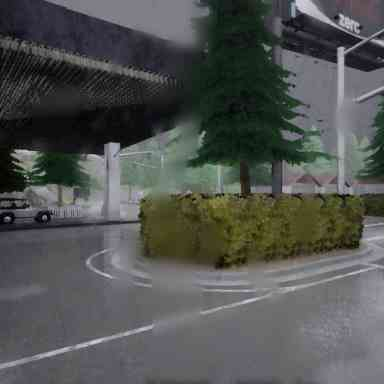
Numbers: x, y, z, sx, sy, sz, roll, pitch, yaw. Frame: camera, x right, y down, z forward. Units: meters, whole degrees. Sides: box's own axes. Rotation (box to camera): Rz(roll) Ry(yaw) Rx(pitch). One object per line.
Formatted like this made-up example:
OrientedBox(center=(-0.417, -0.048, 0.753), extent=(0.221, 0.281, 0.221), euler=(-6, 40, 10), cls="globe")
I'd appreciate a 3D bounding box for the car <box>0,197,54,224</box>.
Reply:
OrientedBox(center=(-11.982, 1.313, 23.468), extent=(3.866, 1.878, 1.905), euler=(0, 0, -36), cls="car")
